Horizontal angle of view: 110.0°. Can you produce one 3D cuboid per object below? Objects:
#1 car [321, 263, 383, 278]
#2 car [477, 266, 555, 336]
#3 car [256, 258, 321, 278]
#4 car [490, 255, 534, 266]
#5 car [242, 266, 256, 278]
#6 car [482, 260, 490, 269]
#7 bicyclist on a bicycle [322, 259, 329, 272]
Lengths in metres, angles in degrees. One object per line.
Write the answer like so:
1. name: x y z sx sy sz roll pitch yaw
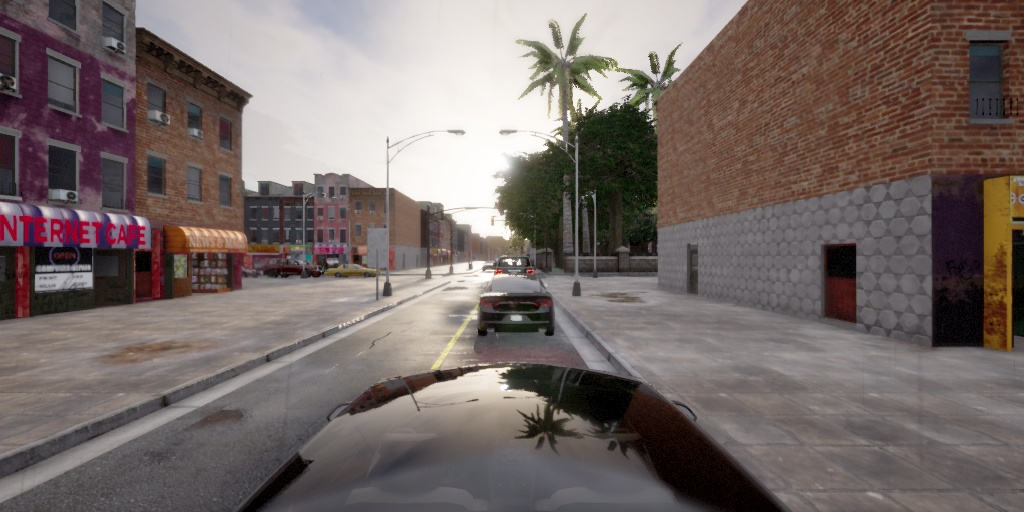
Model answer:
1. car: -14.443 1.324 32.994 4.829 1.417 1.751 0 0 0
2. car: 0.098 1.230 10.449 1.882 1.535 5.008 0 0 0
3. car: -20.064 1.127 32.987 5.009 1.841 2.192 0 0 0
4. car: 0.100 0.980 20.418 2.150 2.045 5.566 0 0 -1
5. car: -25.516 1.409 32.980 4.207 1.307 1.802 0 0 0
6. car: -2.862 1.316 47.862 1.812 1.442 4.674 0 0 0
7. bicyclist on a bicycle: -20.147 1.124 38.633 0.582 1.620 1.656 0 0 0
